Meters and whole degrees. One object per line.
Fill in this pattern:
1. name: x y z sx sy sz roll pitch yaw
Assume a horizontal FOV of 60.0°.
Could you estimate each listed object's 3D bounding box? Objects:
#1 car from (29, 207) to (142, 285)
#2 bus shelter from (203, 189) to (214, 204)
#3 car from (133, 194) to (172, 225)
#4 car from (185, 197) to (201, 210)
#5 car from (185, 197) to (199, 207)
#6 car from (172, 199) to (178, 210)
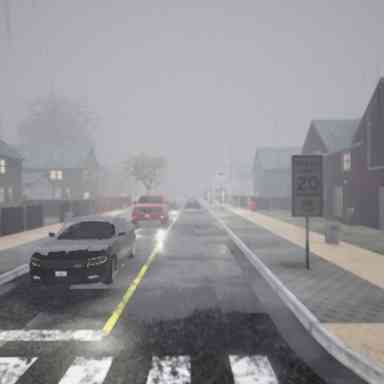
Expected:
1. car: -2.820 1.439 9.571 1.882 1.535 5.008 0 1 -1
2. bus shelter: 3.066 0.810 61.761 1.920 2.740 3.880 -1 0 0
3. car: -2.813 1.154 23.639 2.150 2.045 5.566 0 0 0
4. car: 0.098 1.478 41.239 1.994 1.385 4.181 0 0 1
5. car: 0.053 1.477 51.218 2.033 1.411 5.357 0 0 0
6. car: -2.752 1.529 40.572 1.895 1.301 4.718 0 0 1
